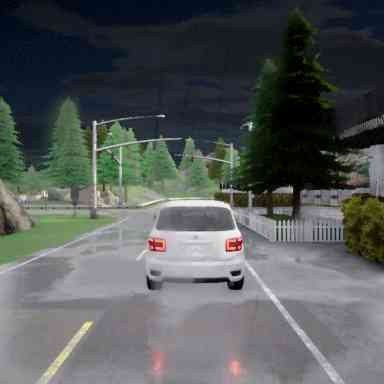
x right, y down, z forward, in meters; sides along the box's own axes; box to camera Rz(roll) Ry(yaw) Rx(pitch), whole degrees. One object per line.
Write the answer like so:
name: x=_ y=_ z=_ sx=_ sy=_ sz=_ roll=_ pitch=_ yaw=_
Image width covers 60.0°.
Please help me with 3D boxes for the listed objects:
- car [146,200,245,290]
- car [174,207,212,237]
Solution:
car: x=0.064 y=1.221 z=9.214 sx=2.150 sy=2.045 sz=5.566 roll=0 pitch=0 yaw=0
car: x=0.018 y=1.601 z=18.977 sx=1.895 sy=1.301 sz=4.718 roll=0 pitch=0 yaw=0
